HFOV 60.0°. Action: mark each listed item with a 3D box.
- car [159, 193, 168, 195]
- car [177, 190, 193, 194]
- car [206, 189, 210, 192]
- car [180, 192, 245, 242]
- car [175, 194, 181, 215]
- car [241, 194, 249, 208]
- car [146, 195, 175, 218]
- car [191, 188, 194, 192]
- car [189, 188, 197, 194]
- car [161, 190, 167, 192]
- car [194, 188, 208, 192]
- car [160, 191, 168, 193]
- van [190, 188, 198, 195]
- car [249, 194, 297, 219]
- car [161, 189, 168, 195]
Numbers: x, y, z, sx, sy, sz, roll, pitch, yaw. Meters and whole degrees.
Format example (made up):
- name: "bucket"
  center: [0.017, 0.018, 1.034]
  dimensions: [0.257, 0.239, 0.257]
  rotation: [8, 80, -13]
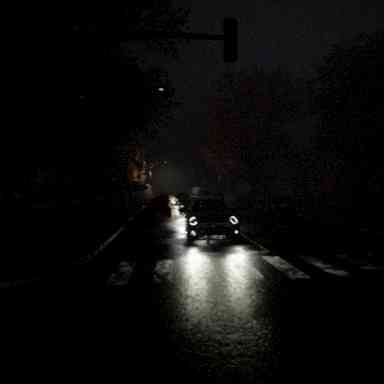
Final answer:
- name: "car"
  center: [-2.939, 1.060, 31.053]
  dimensions: [1.947, 1.339, 4.313]
  rotation: [-2, 1, -4]
- name: "car"
  center: [-1.195, 0.809, 41.000]
  dimensions: [1.812, 1.442, 4.674]
  rotation: [-1, 2, -4]
- name: "car"
  center: [3.624, 0.621, 48.659]
  dimensions: [1.947, 1.339, 4.313]
  rotation: [-2, 1, -4]
- name: "car"
  center: [0.731, 1.074, 14.755]
  dimensions: [2.097, 1.767, 4.553]
  rotation: [-1, 1, -3]
- name: "car"
  center: [-0.183, 1.109, 27.499]
  dimensions: [1.895, 1.301, 4.718]
  rotation: [-1, 1, -4]
- name: "car"
  center: [4.917, 0.883, 31.644]
  dimensions: [1.887, 1.381, 4.507]
  rotation: [-2, 1, -4]
- name: "car"
  center: [-2.510, 1.155, 25.383]
  dimensions: [1.947, 1.339, 4.313]
  rotation: [-2, 1, -4]
- name: "car"
  center: [1.464, 0.031, 77.013]
  dimensions: [1.967, 1.590, 4.097]
  rotation: [-2, 1, -4]
- name: "car"
  center: [0.170, -0.246, 94.028]
  dimensions: [1.967, 1.590, 4.097]
  rotation: [-2, 1, -4]
- name: "car"
  center: [-5.527, 0.482, 65.082]
  dimensions: [2.008, 1.369, 4.403]
  rotation: [-2, 1, -4]
- name: "car"
  center: [2.322, 0.091, 65.669]
  dimensions: [2.192, 1.841, 5.009]
  rotation: [-2, 1, -4]
- name: "car"
  center: [-3.370, 0.965, 36.724]
  dimensions: [1.947, 1.339, 4.313]
  rotation: [-2, 1, -4]
- name: "van"
  center: [0.598, -0.253, 88.355]
  dimensions: [1.690, 1.788, 3.998]
  rotation: [-2, 1, -4]
- name: "car"
  center: [5.628, 0.923, 22.972]
  dimensions: [1.967, 1.590, 4.097]
  rotation: [-2, 1, -4]
- name: "car"
  center: [-7.683, 0.014, 93.439]
  dimensions: [1.887, 1.381, 4.507]
  rotation: [-2, 1, -4]
